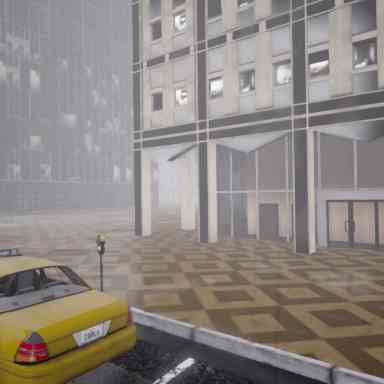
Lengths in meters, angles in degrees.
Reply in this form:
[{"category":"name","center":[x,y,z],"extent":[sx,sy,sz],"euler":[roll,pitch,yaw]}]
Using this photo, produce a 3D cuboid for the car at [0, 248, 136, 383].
[{"category":"car","center":[-2.979,1.528,5.014],"extent":[4.829,1.417,1.752],"euler":[0,-1,36]}]
